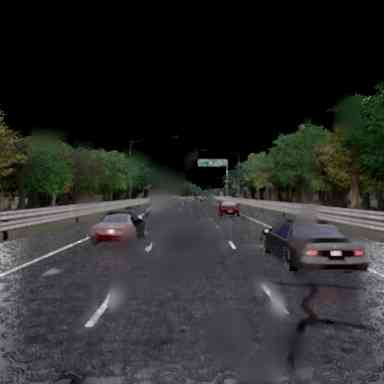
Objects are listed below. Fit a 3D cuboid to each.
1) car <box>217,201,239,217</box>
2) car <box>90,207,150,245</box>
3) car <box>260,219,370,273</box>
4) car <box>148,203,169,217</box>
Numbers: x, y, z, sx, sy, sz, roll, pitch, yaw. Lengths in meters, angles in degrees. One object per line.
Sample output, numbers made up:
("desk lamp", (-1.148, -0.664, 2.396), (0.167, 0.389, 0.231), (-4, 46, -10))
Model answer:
("car", (3.599, 1.640, 33.696), (1.882, 1.535, 5.008), (0, 0, 0))
("car", (-3.399, 1.639, 15.987), (1.994, 1.385, 4.181), (0, 0, 0))
("car", (3.602, 1.599, 10.845), (2.033, 1.411, 5.357), (0, 0, 0))
("car", (-3.402, 1.722, 32.796), (1.994, 1.385, 4.181), (0, 0, 0))
